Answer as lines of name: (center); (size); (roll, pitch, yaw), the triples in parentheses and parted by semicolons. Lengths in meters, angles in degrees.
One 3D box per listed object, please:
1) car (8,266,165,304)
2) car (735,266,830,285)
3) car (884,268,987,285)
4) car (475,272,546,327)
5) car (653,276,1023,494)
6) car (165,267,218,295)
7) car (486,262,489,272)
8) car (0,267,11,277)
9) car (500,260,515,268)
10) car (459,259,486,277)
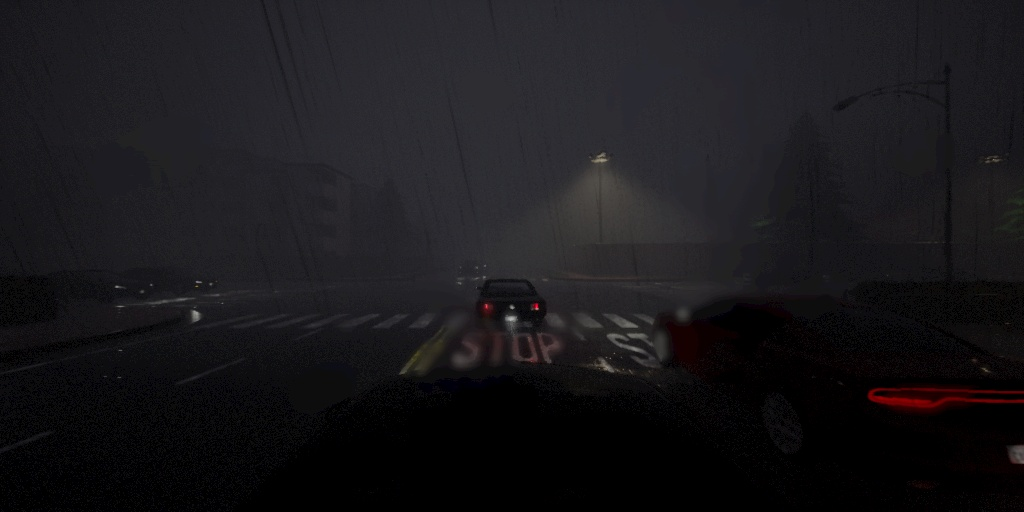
car: (-19.013, 1.329, 16.180); (4.674, 1.442, 1.812); (0, 0, 0)
car: (17.391, 1.372, 23.312); (5.357, 1.411, 2.033); (0, 0, 0)
car: (27.297, 1.424, 23.242); (4.718, 1.301, 1.895); (0, 0, 0)
car: (-0.202, 1.386, 11.719); (1.895, 1.301, 4.718); (0, 0, -5)
car: (3.627, 1.239, 4.975); (1.882, 1.535, 5.008); (0, 0, 1)
car: (-19.052, 1.321, 19.735); (4.892, 1.490, 1.837); (0, 0, -2)
car: (-4.303, 1.249, 47.971); (2.097, 1.767, 4.553); (0, 0, 0)
car: (-28.214, 1.322, 19.651); (4.892, 1.490, 1.837); (0, 0, 0)
car: (-0.868, 1.503, 65.434); (2.033, 1.411, 5.357); (0, 0, -14)
car: (-4.325, 1.214, 38.059); (2.097, 1.767, 4.553); (0, 0, 1)
